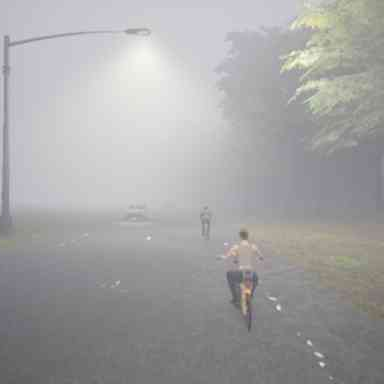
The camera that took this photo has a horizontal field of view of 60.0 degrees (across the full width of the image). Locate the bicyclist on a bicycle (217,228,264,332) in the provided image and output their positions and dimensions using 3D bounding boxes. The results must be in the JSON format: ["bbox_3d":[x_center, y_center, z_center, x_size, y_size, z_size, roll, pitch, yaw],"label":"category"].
[{"bbox_3d":[0.883,1.419,5.809,0.866,1.612,1.509,0,0,-1],"label":"bicyclist on a bicycle"}]

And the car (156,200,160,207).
[{"bbox_3d":[-6.791,2.483,73.541,2.033,1.411,5.357,0,-1,-11],"label":"car"}]

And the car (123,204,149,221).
[{"bbox_3d":[-4.689,1.712,28.624,2.033,1.411,5.357,0,-1,-4],"label":"car"}]

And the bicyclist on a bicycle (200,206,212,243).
[{"bbox_3d":[0.630,1.458,15.003,0.582,1.620,1.656,0,-1,-2],"label":"bicyclist on a bicycle"}]

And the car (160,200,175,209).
[{"bbox_3d":[-3.946,2.163,56.372,1.837,1.490,4.892,0,-1,-8],"label":"car"}]
